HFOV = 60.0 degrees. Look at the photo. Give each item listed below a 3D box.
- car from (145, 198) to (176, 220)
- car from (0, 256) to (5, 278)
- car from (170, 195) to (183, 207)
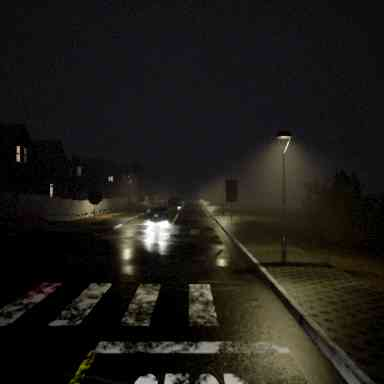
[{"bbox_3d":[-2.788,1.540,28.312,2.128,1.511,4.902,0,1,0],"label":"car"},{"bbox_3d":[-6.515,1.303,6.045,5.357,1.411,2.033,1,5,-37],"label":"car"},{"bbox_3d":[-2.820,1.552,52.703,1.882,1.535,5.008,0,1,0],"label":"car"}]
